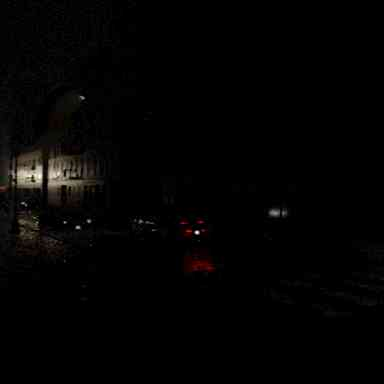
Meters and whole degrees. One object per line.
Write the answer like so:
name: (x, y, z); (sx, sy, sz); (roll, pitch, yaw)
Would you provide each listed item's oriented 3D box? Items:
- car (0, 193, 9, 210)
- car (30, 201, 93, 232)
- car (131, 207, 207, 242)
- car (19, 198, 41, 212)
car: (-23.447, 1.093, 39.604); (2.150, 2.045, 5.566); (1, -1, -39)
car: (-7.817, 1.505, 20.057); (2.033, 1.411, 5.357); (1, 0, -39)
car: (-1.286, 1.527, 16.662); (1.837, 1.490, 4.892); (1, 0, -39)
car: (-18.164, 1.430, 37.601); (1.837, 1.490, 4.892); (1, 0, -39)
